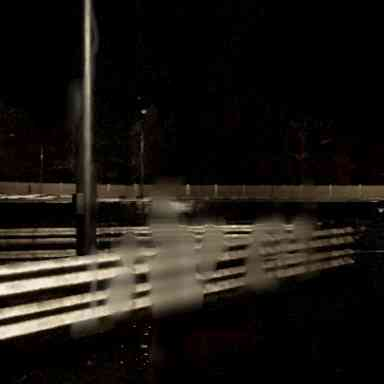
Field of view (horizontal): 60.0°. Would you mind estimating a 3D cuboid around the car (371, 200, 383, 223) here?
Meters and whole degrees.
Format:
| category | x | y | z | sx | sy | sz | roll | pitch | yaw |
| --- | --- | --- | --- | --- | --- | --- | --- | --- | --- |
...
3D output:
| category | x | y | z | sx | sy | sz | roll | pitch | yaw |
| --- | --- | --- | --- | --- | --- | --- | --- | --- | --- |
| car | 14.589 | 1.284 | 22.366 | 4.553 | 1.767 | 2.097 | 0 | 0 | -9 |
